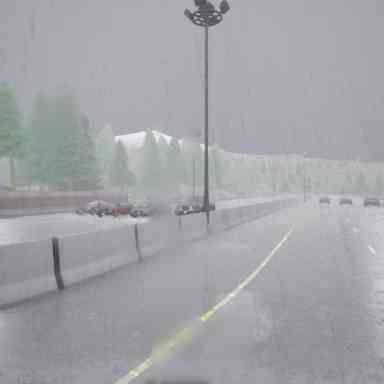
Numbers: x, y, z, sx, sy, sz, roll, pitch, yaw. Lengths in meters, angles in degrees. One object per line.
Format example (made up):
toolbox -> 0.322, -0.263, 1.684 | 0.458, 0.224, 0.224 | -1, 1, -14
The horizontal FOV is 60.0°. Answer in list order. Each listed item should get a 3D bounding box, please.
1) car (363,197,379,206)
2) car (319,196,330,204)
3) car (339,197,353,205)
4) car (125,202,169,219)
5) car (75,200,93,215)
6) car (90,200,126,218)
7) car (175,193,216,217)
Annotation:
car -> 29.161, 1.491, 54.201 | 2.128, 1.511, 4.902 | 0, 0, 22
car -> 25.403, 1.491, 63.675 | 2.128, 1.511, 4.902 | 0, 0, 22
car -> 27.250, 1.526, 58.868 | 1.812, 1.442, 4.674 | 0, 0, 22
car -> -3.598, 1.564, 28.950 | 1.994, 1.385, 4.181 | 0, 0, 22
car -> -9.486, 1.527, 33.048 | 1.812, 1.442, 4.674 | 0, 0, 22
car -> -6.762, 1.601, 30.460 | 1.895, 1.301, 4.718 | 0, 0, 22
car -> 0.456, 1.300, 29.622 | 2.150, 2.045, 5.566 | 0, 0, 22
